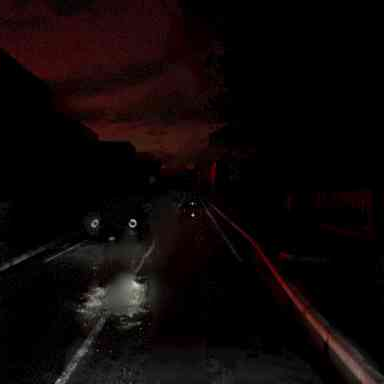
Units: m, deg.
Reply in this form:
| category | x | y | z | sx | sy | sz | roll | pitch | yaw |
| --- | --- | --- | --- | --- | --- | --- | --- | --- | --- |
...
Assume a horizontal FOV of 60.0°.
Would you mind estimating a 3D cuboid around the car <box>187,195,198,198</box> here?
| category | x | y | z | sx | sy | sz | roll | pitch | yaw |
| --- | --- | --- | --- | --- | --- | --- | --- | --- | --- |
| car | 0.052 | 1.146 | 42.843 | 1.837 | 1.490 | 4.892 | 0 | 1 | 0 |

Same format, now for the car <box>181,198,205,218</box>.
| category | x | y | z | sx | sy | sz | roll | pitch | yaw |
| --- | --- | --- | --- | --- | --- | --- | --- | --- | --- |
| car | 0.078 | 1.412 | 27.387 | 1.895 | 1.301 | 4.718 | 0 | 1 | 0 |

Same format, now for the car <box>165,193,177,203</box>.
| category | x | y | z | sx | sy | sz | roll | pitch | yaw |
| --- | --- | --- | --- | --- | --- | --- | --- | --- | --- |
| car | -3.542 | 0.999 | 57.082 | 2.128 | 1.511 | 4.902 | 0 | 1 | 0 |

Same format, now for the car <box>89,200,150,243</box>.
| category | x | y | z | sx | sy | sz | roll | pitch | yaw |
| --- | --- | --- | --- | --- | --- | --- | --- | --- | --- |
| car | -3.262 | 1.284 | 15.709 | 2.097 | 1.767 | 4.553 | 0 | 0 | 0 |
